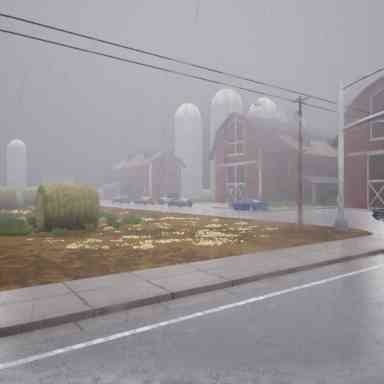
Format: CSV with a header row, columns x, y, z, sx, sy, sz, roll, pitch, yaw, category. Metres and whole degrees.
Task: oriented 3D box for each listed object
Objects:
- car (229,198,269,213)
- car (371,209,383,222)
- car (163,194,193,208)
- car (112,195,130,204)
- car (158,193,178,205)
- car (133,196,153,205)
x,y,z,sx,sy,sz,roll,pitch,yaw,category
6.223,1.451,37.041,1.882,1.535,5.008,0,0,-37,car
15.758,1.573,24.182,1.895,1.301,4.718,0,0,-37,car
-1.738,1.474,47.766,1.812,1.442,4.674,0,1,-37,car
-13.748,1.325,64.005,2.097,1.767,4.553,0,0,-37,car
-3.979,1.118,57.640,3.866,1.878,1.905,-2,5,11,car
-8.276,1.481,56.598,1.812,1.442,4.674,0,0,-36,car
